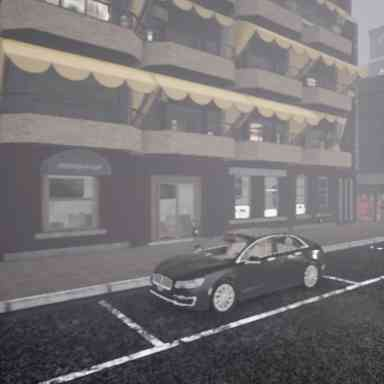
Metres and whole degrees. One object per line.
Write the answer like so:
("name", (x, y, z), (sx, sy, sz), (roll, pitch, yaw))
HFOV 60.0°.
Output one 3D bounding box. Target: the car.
("car", (1.194, 1.535, 7.414), (4.403, 1.369, 2.008), (0, 0, -36))
